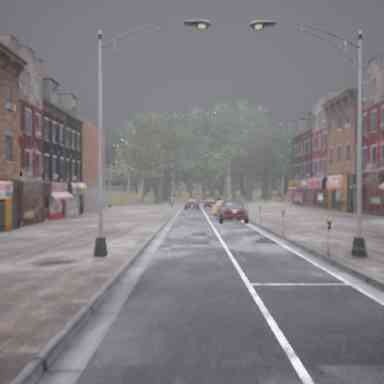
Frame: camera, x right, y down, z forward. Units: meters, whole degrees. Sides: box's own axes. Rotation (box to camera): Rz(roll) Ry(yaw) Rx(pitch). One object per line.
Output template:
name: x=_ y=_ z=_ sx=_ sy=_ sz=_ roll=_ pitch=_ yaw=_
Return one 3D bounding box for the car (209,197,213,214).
car: x=3.014 y=1.534 z=32.498 sx=1.882 sy=1.535 sz=5.008 roll=0 pitch=0 yaw=0

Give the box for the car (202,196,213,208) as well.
car: x=2.624 y=1.647 z=48.674 sx=1.887 sy=1.381 sz=4.507 roll=-1 pitch=0 yaw=0

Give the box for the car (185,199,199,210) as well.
car: x=0.008 y=1.624 z=44.832 sx=1.812 sy=1.442 sz=4.674 roll=0 pitch=0 yaw=0

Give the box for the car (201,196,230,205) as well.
car: x=4.199 y=1.533 z=59.576 sx=4.892 sy=1.490 sz=1.837 roll=-1 pitch=-3 yaw=-24

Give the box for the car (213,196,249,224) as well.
car: x=2.987 y=1.393 z=25.467 sx=2.097 sy=1.767 sz=4.553 roll=0 pitch=0 yaw=0
